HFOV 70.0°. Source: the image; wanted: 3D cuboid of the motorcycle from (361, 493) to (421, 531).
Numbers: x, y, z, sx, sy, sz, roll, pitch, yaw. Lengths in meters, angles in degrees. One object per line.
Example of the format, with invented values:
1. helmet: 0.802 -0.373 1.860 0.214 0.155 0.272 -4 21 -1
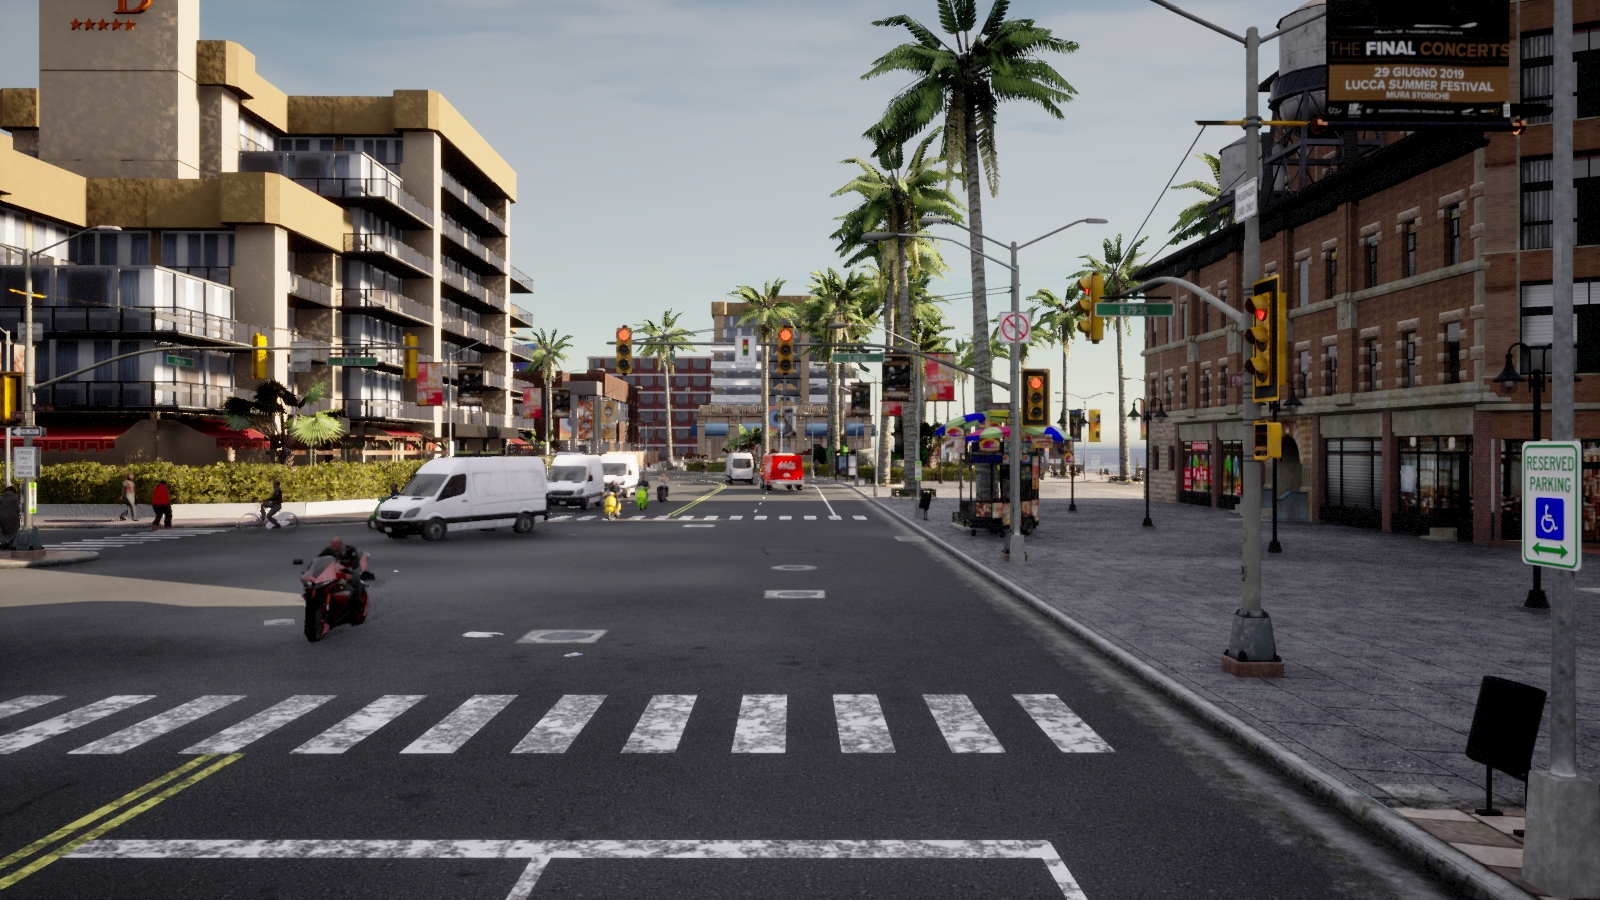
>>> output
1. motorcycle: -14.502 2.182 40.554 0.856 1.236 1.805 0 0 39

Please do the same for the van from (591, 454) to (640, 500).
1. van: -10.872 1.534 67.723 1.988 2.561 5.915 0 0 0

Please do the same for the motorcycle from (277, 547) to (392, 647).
1. motorcycle: -7.076 2.205 17.508 0.867 1.251 2.209 0 0 0

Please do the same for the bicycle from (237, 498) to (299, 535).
1. bicycle: -17.690 2.210 38.012 1.835 1.171 0.329 0 0 -33

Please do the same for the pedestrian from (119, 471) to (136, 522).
1. pedestrian: -24.617 1.696 41.831 0.375 1.860 0.375 0 0 17

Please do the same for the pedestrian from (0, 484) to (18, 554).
1. pedestrian: -21.303 1.848 30.691 0.375 1.860 0.375 0 0 -9

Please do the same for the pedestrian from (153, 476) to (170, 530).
1. pedestrian: -22.208 1.848 39.738 0.375 1.860 0.375 0 0 14

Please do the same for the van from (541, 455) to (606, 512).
1. van: -10.781 1.534 54.764 1.988 2.561 5.915 0 0 0

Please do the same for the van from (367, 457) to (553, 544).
1. van: -10.901 1.533 37.183 1.988 2.561 5.915 0 0 33
